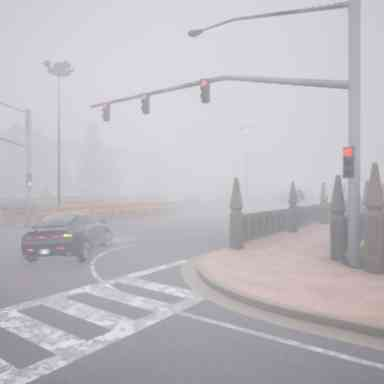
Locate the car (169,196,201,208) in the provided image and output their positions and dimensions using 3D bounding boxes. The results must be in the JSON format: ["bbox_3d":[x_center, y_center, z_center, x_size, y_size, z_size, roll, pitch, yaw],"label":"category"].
[{"bbox_3d":[-0.991,1.381,49.444,2.128,1.511,4.902,0,2,36],"label":"car"}]

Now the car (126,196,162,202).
[{"bbox_3d":[-5.866,1.523,36.622,1.812,1.442,4.674,0,0,36],"label":"car"}]

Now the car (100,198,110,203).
[{"bbox_3d":[-12.049,1.501,40.013,1.837,1.490,4.892,0,0,36],"label":"car"}]

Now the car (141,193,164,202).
[{"bbox_3d":[-6.343,1.194,47.967,2.150,2.045,5.566,0,1,36],"label":"car"}]

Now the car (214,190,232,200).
[{"bbox_3d":[5.672,0.842,52.713,2.150,2.045,5.566,0,3,36],"label":"car"}]

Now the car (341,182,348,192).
[{"bbox_3d":[28.228,-0.854,60.000,2.150,2.045,5.566,0,7,35],"label":"car"}]

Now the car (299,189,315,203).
[{"bbox_3d":[17.182,0.825,50.518,1.837,1.490,4.892,0,4,35],"label":"car"}]

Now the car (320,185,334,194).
[{"bbox_3d":[25.267,-0.559,61.875,2.128,1.511,4.902,0,7,35],"label":"car"}]

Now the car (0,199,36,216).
[{"bbox_3d":[-17.491,1.501,32.445,1.837,1.490,4.892,0,0,36],"label":"car"}]

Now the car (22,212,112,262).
[{"bbox_3d":[-4.365,1.505,12.165,1.837,1.490,4.892,-3,0,-1],"label":"car"}]

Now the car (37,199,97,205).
[{"bbox_3d":[-10.976,1.561,29.516,1.994,1.385,4.181,0,0,36],"label":"car"}]

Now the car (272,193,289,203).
[{"bbox_3d":[14.235,0.820,52.411,2.128,1.511,4.902,0,4,35],"label":"car"}]

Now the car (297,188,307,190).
[{"bbox_3d":[20.172,-0.062,60.753,2.033,1.411,5.357,0,6,35],"label":"car"}]

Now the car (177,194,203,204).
[{"bbox_3d":[-0.267,1.148,56.440,1.837,1.490,4.892,0,3,36],"label":"car"}]

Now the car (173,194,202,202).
[{"bbox_3d":[-0.499,1.477,44.120,1.837,1.490,4.892,0,1,36],"label":"car"}]

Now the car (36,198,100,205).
[{"bbox_3d":[-12.353,1.544,33.591,2.033,1.411,5.357,0,0,36],"label":"car"}]
